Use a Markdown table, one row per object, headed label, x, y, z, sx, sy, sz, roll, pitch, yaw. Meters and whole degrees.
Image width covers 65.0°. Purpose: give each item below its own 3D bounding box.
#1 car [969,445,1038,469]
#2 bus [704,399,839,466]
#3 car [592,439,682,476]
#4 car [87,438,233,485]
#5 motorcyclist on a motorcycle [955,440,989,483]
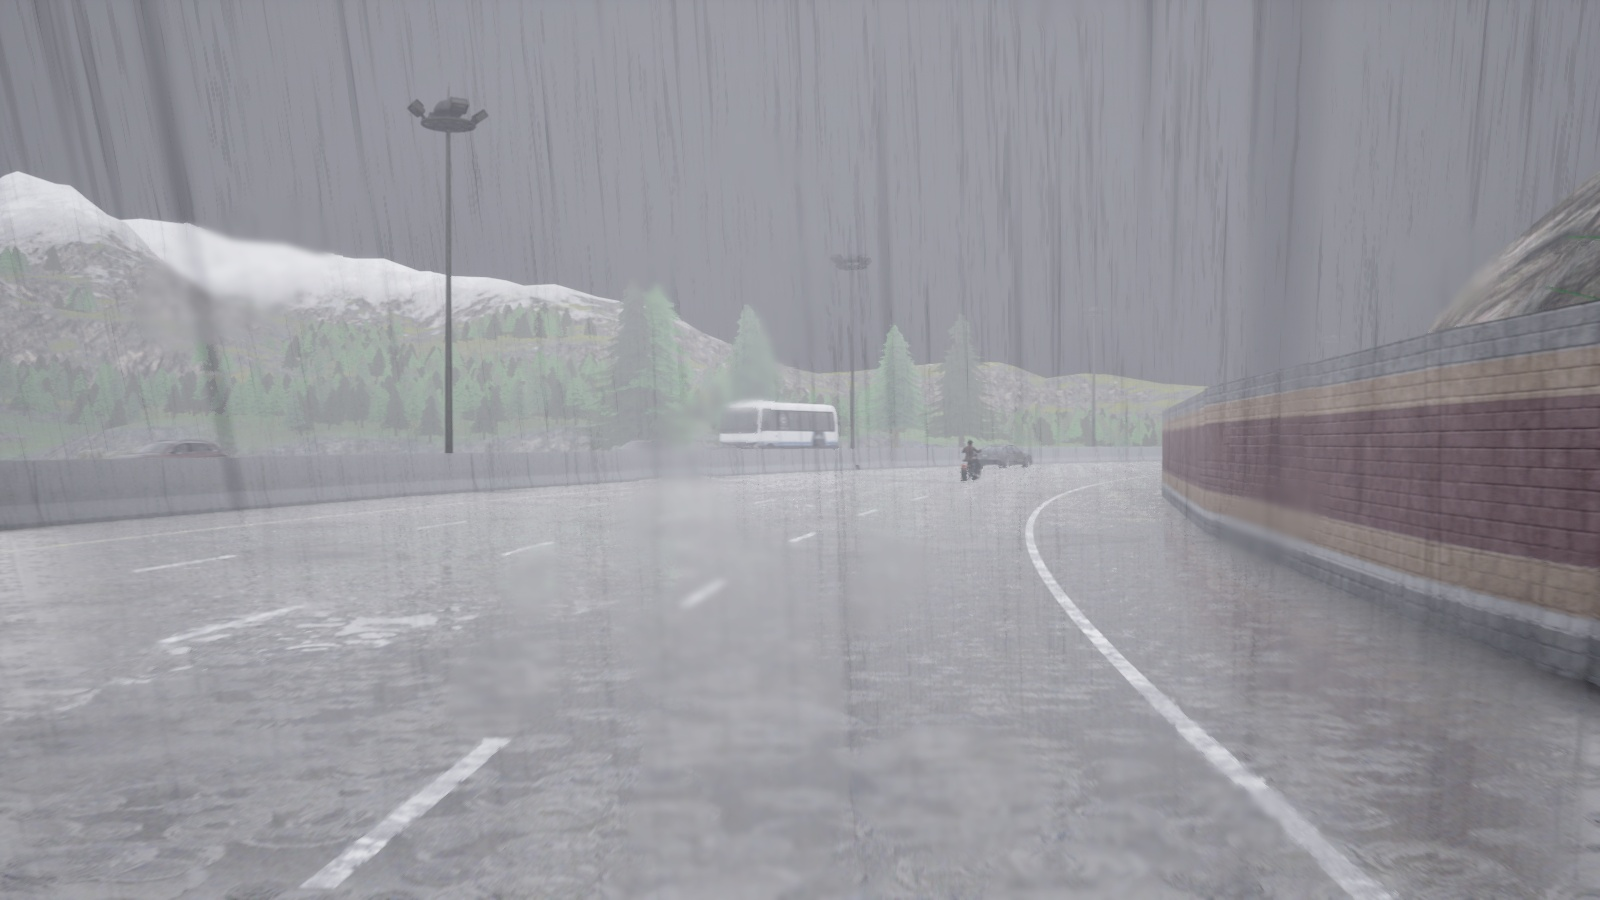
| label | x | y | z | sx | sy | sz | roll | pitch | yaw |
| --- | --- | --- | --- | --- | --- | --- | --- | --- | --- |
| car | 12.127 | 0.385 | 74.651 | 2.033 | 1.411 | 5.357 | 0 | 0 | 33 |
| bus | -1.756 | -1.113 | 85.364 | 3.944 | 4.253 | 10.273 | 0 | 0 | 34 |
| car | -7.707 | 0.331 | 59.956 | 2.033 | 1.649 | 4.856 | 0 | 0 | 24 |
| car | -23.861 | 0.388 | 47.016 | 2.033 | 1.649 | 4.856 | 0 | 0 | 18 |
| motorcyclist on a motorcycle | 6.787 | 0.425 | 49.463 | 0.766 | 1.649 | 2.350 | 1 | 0 | 23 |
